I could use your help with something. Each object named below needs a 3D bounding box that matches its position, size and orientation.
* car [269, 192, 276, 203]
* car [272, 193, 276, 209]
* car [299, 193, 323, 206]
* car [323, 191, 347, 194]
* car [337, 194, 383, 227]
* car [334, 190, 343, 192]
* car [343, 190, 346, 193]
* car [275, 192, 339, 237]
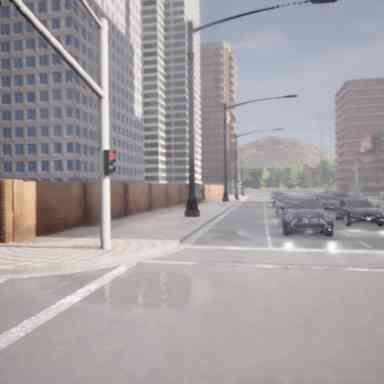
[{"bbox_3d":[9.108,0.977,33.869,1.895,1.301,4.718,0,1,12],"label":"car"},{"bbox_3d":[7.138,1.043,24.737,1.837,1.490,4.892,0,1,12],"label":"car"},{"bbox_3d":[13.630,0.828,38.249,1.994,1.385,4.181,0,1,12],"label":"car"},{"bbox_3d":[11.568,0.938,28.703,1.837,1.490,4.892,0,1,12],"label":"car"},{"bbox_3d":[9.623,1.100,19.529,1.837,1.490,4.892,0,1,12],"label":"car"},{"bbox_3d":[18.986,0.580,46.248,2.128,1.511,4.902,0,1,12],"label":"car"},{"bbox_3d":[24.292,0.404,54.993,1.837,1.490,4.892,0,1,12],"label":"car"},{"bbox_3d":[5.320,1.044,16.021,2.097,1.767,4.553,0,1,12],"label":"car"}]
